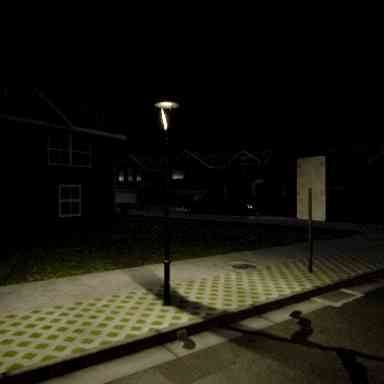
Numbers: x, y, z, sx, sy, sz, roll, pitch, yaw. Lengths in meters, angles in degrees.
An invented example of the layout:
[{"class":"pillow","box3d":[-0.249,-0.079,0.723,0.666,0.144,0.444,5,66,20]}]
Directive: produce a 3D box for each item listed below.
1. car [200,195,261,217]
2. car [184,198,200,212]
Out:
[{"class":"car","box3d":[3.392,1.105,27.629,4.553,1.767,2.097,1,1,34]},{"class":"car","box3d":[1.498,1.197,32.481,4.892,1.490,1.837,1,1,35]}]
